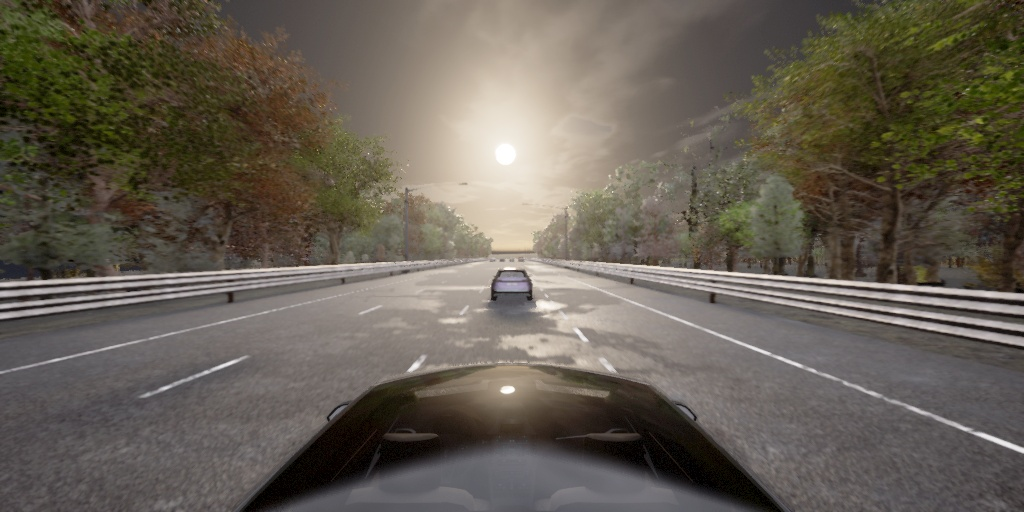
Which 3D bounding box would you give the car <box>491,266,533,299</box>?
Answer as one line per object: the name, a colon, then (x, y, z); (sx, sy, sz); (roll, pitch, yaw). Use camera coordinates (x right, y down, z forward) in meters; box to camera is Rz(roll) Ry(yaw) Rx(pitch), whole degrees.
car: (-0.007, 1.322, 18.057); (2.033, 1.649, 4.856); (0, -1, 0)
